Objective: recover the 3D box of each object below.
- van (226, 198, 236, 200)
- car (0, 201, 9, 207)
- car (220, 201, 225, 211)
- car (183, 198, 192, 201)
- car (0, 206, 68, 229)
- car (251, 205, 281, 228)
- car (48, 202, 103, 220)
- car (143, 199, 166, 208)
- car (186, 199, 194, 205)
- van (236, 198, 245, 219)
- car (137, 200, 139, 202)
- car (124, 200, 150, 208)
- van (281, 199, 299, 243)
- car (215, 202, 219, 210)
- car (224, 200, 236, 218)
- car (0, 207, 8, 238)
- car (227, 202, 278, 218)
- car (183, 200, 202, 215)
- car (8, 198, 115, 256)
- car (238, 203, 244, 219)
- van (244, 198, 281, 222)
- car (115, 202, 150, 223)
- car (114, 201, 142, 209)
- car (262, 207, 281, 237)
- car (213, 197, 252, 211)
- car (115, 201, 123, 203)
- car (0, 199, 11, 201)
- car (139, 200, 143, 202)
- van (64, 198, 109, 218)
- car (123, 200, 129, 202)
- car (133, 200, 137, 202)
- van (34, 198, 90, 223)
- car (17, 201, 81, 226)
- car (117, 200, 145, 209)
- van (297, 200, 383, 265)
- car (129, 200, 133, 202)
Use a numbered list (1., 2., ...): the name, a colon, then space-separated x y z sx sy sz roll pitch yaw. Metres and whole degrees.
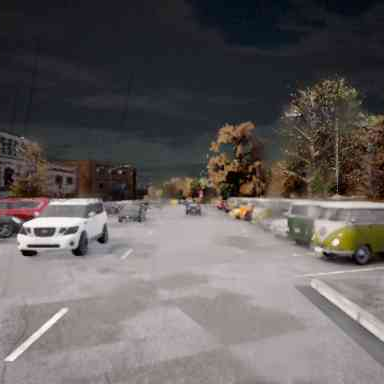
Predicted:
1. van: 6.570 1.713 38.448 4.442 1.987 1.878 1 -1 -20
2. car: -11.423 1.545 17.920 4.553 1.767 2.185 -1 -1 -20
3. car: 6.494 2.009 41.354 4.792 1.488 2.163 1 -1 -20
4. car: 0.088 2.126 50.707 2.128 1.511 4.902 0 -1 0
5. car: -11.380 1.780 23.790 4.674 1.452 2.002 -1 -1 -20
6. car: 6.433 1.746 20.732 4.674 1.452 2.002 1 0 -20
7. car: -11.356 1.853 32.586 5.008 1.535 2.097 -1 -1 -20
8. car: -4.926 1.712 44.153 1.812 1.442 4.674 0 -1 0
9. car: -0.498 2.833 91.501 2.097 1.535 5.008 0 -2 -1
10. van: 6.558 1.591 29.612 4.442 1.987 1.878 1 -1 -20
11. car: -11.329 2.195 53.121 4.674 1.452 2.002 0 -1 -20
12. car: -11.299 2.378 67.785 4.892 1.521 2.231 0 -1 -20
13. van: 6.531 1.416 14.894 4.442 1.987 1.878 1 -1 -20
14. car: 6.508 2.142 50.188 4.792 1.488 2.163 1 -1 -20
15. car: 6.277 1.848 32.446 5.366 1.575 1.946 1 -1 -20
16. car: -11.385 1.640 14.987 4.892 1.521 2.231 -1 0 -20
17. car: 6.449 1.895 35.455 4.892 1.521 2.231 1 -1 -20
18. car: 0.166 2.001 40.119 1.812 1.442 4.674 0 -1 0
19. car: -5.082 1.364 14.051 2.150 2.045 5.566 0 0 -1
20. car: 6.437 1.816 26.626 4.674 1.452 2.002 1 -1 -20
21. van: 6.331 1.513 23.637 4.442 1.987 1.878 1 0 -20
22. car: -5.045 1.821 28.592 1.837 1.490 4.892 0 -1 0
23. car: -11.319 2.284 58.989 4.674 1.452 2.002 0 -1 -20
24. car: 6.430 1.712 17.787 4.674 1.452 2.002 1 0 -20
25. car: 6.465 1.905 53.109 5.566 2.045 2.435 1 -1 -20
26. car: -11.380 1.853 41.382 4.553 1.767 2.185 0 -1 -20
27. car: -11.412 1.454 20.844 5.566 2.045 2.435 -1 0 -20
28. car: -11.494 2.198 55.987 5.366 1.575 1.946 0 -1 -20
29. van: -11.253 1.667 35.567 4.442 1.987 1.878 0 -1 -20
30. car: -11.348 2.023 44.320 4.892 1.521 2.231 0 -1 -20
31. car: -11.342 2.112 50.192 4.892 1.521 2.231 0 -1 -20
32. van: -11.478 1.590 29.613 4.442 1.987 1.878 -1 -1 -20
33. car: -11.345 1.650 26.729 4.553 1.767 2.185 -1 0 -20
34. car: -11.319 2.290 61.923 4.892 1.521 2.231 0 -1 -20
35. van: 6.309 1.381 11.861 4.442 1.987 1.878 1 0 -20
36. car: -11.309 2.096 47.266 4.792 1.488 2.163 0 -1 -20
